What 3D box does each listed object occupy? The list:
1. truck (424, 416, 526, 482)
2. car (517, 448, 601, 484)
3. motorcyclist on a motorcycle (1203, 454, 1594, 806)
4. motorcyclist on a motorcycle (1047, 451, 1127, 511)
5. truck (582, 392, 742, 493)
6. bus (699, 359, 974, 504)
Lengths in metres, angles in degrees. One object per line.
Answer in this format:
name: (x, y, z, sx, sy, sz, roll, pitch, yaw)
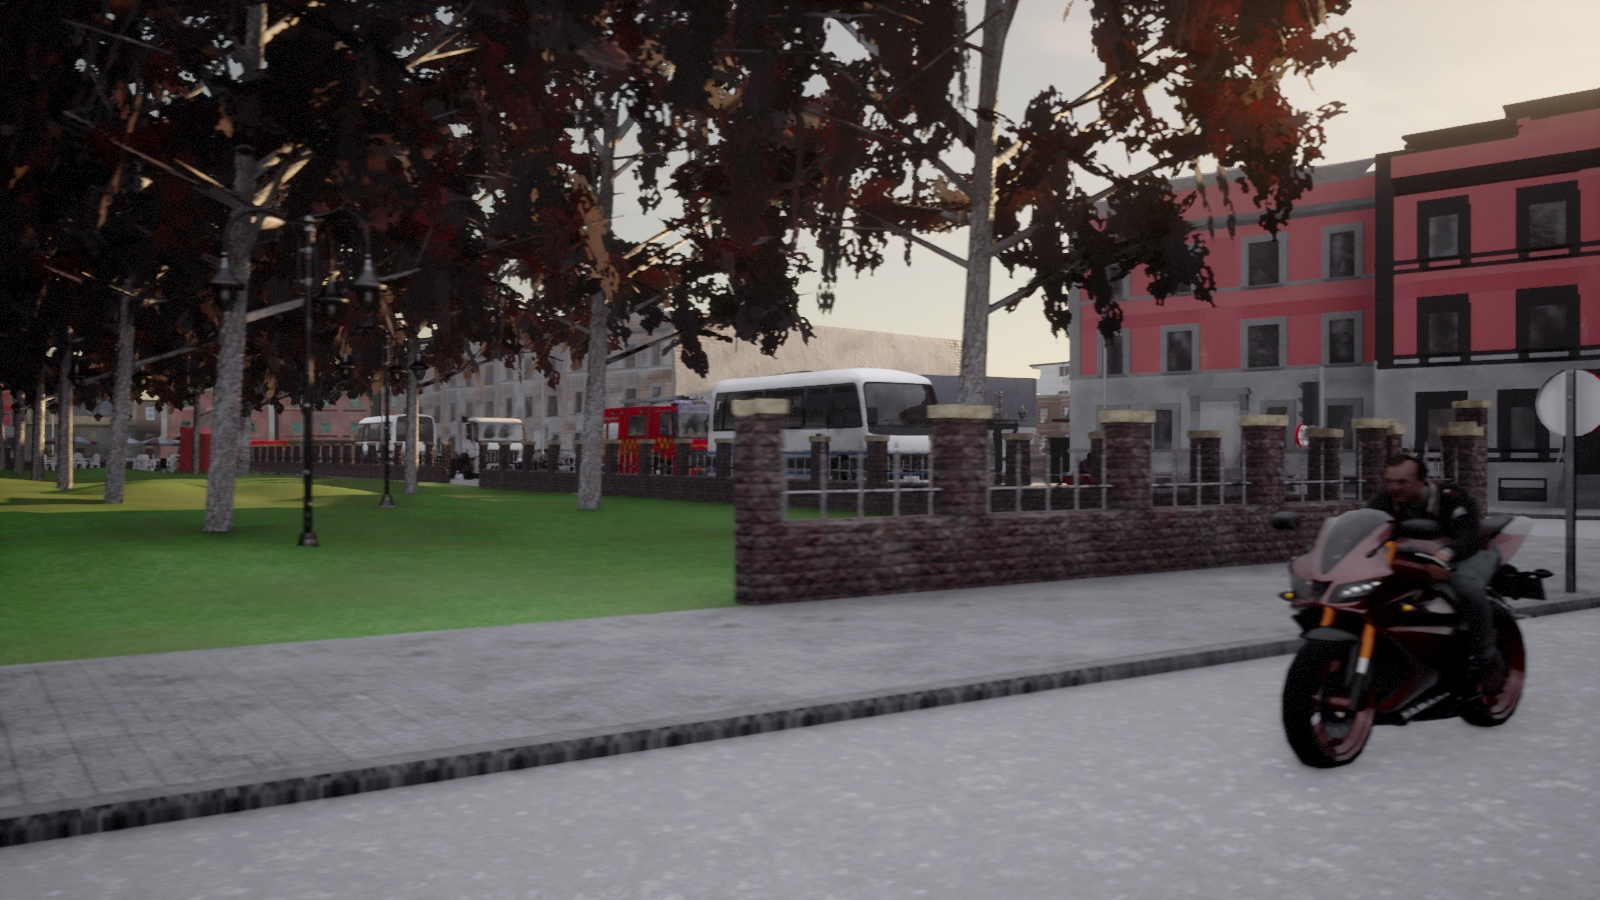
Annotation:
truck: (-18.106, -0.028, 69.637, 2.891, 3.462, 7.936, 0, 0, -35)
car: (-11.624, 0.762, 60.342, 2.242, 1.667, 4.611, 0, 0, -35)
motorcyclist on a motorcycle: (3.126, 0.789, 6.468, 2.191, 1.530, 0.866, 0, 0, -36)
motorcyclist on a motorcycle: (7.499, 0.792, 32.901, 0.797, 1.523, 2.044, 0, 0, -35)
truck: (-5.894, -0.280, 52.117, 2.891, 3.827, 8.468, 0, 0, -35)
bus: (0.896, -0.530, 42.365, 3.944, 4.253, 10.273, 0, 0, -34)
